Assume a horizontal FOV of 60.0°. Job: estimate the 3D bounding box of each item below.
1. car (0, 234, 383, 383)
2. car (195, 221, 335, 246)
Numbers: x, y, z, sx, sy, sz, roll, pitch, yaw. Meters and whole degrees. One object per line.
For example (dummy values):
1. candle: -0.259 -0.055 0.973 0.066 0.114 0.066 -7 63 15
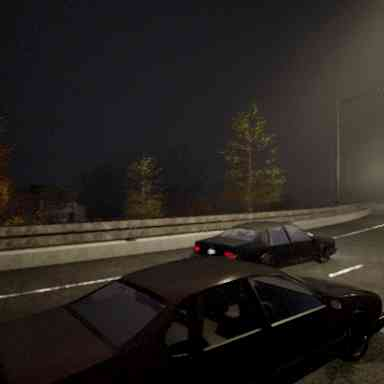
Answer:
1. car: 0.370 1.578 4.149 5.357 1.411 2.033 0 0 -37
2. car: 2.425 1.617 10.277 5.357 1.411 2.033 0 -1 -40
